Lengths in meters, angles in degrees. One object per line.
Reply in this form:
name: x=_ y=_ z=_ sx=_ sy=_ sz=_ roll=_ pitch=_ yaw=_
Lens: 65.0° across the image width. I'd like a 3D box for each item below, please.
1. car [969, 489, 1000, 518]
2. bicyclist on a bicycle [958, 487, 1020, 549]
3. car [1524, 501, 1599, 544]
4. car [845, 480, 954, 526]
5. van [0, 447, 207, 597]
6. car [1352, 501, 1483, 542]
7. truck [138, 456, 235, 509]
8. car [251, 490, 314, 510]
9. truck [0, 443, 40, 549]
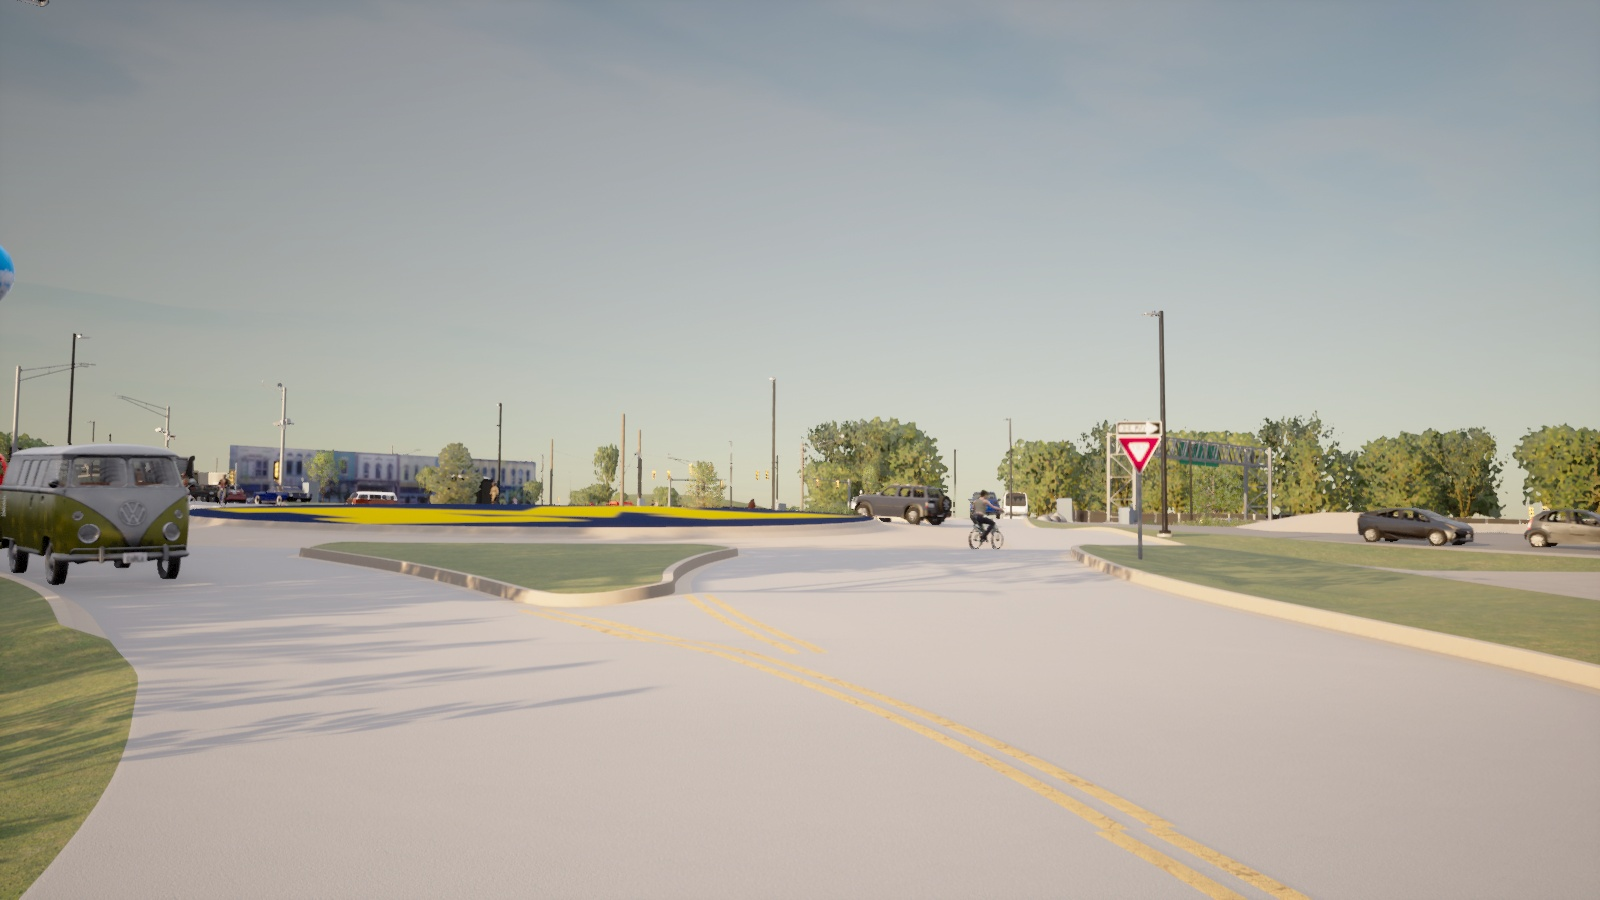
car: x=13.643 y=3.995 z=92.750 sx=2.150 sy=2.045 sz=5.566 roll=-1 pitch=-3 yaw=8
bicyclist on a bicycle: x=5.055 y=1.833 z=33.626 sx=1.509 sy=1.612 sz=0.866 roll=4 pitch=-7 yaw=-45
car: x=32.141 y=2.960 z=51.420 sx=1.851 sy=1.617 sz=3.988 roll=2 pitch=-2 yaw=-45
car: x=4.472 y=2.387 z=57.017 sx=4.605 sy=1.855 sz=1.932 roll=1 pitch=-3 yaw=41
van: x=-10.580 y=0.995 z=18.897 sx=1.775 sy=1.987 sz=4.442 roll=1 pitch=-1 yaw=-42
car: x=25.988 y=2.970 z=52.983 sx=2.007 sy=1.525 sz=4.514 roll=2 pitch=-2 yaw=-36
truck: x=-42.514 y=2.315 z=86.895 sx=7.936 sy=3.462 sz=2.891 roll=-3 pitch=-5 yaw=40
car: x=-34.772 y=3.342 z=84.355 sx=4.718 sy=1.301 sz=1.895 roll=-2 pitch=-4 yaw=39
truck: x=-20.927 y=1.116 z=30.501 sx=5.204 sy=2.467 sz=2.627 roll=-2 pitch=-5 yaw=41
